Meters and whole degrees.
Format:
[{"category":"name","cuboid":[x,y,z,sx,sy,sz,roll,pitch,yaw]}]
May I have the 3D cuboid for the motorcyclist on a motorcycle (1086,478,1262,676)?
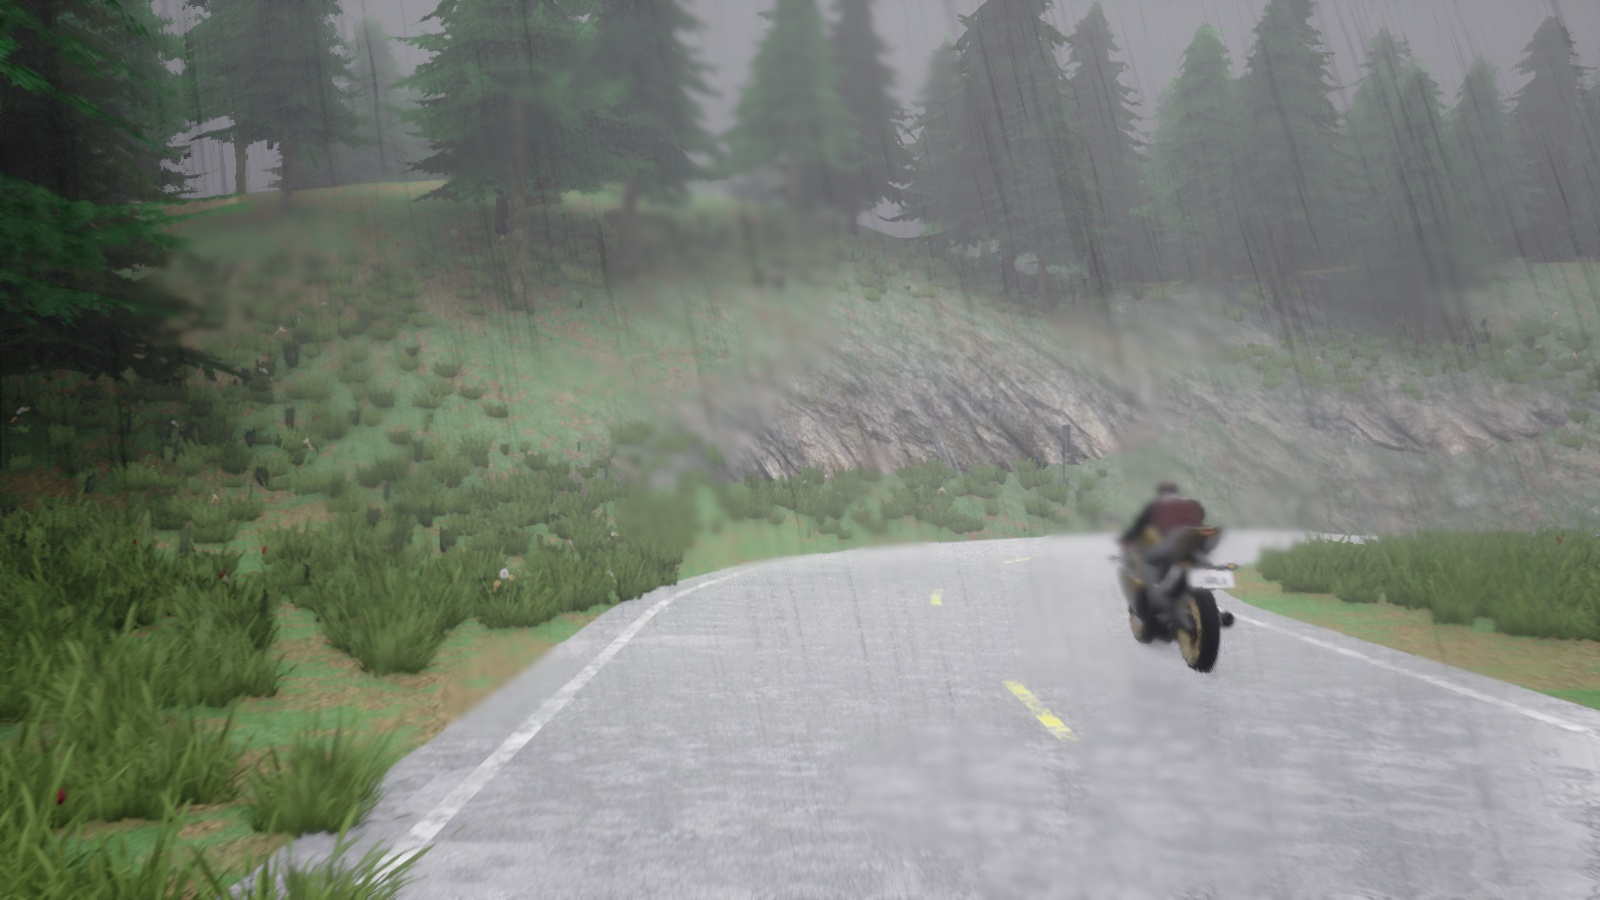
[{"category":"motorcyclist on a motorcycle","cuboid":[3.176,1.020,10.919,0.866,1.530,2.191,0,-1,0]}]
